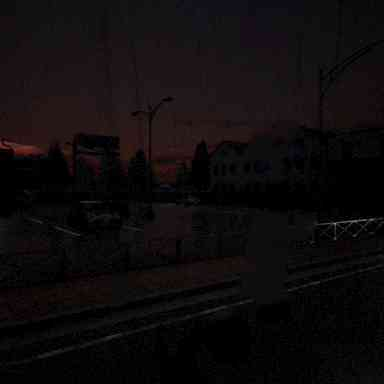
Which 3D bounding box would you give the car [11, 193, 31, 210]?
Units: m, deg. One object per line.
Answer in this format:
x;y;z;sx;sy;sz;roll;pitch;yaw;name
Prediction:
-19.827;1.092;38.162;1.905;1.878;3.866;0;0;-36;car

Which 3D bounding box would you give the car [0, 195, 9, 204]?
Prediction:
-39.204;1.495;66.106;4.611;1.667;2.242;0;0;-36;car

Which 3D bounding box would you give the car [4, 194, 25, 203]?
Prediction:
-38.980;1.328;73.235;3.866;1.878;1.905;0;0;-36;car

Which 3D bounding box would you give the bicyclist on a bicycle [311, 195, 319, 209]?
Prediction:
13.668;1.124;36.853;1.656;1.620;0.582;0;0;-36;bicyclist on a bicycle

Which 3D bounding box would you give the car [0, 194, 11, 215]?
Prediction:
-17.911;1.113;29.853;1.932;1.855;4.605;0;0;-36;car

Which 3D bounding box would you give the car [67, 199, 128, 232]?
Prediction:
-5.302;1.248;17.903;1.970;1.475;3.806;0;0;-36;car

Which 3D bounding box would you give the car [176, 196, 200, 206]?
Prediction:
-0.643;1.349;50.228;1.812;1.442;4.674;0;0;-36;car
